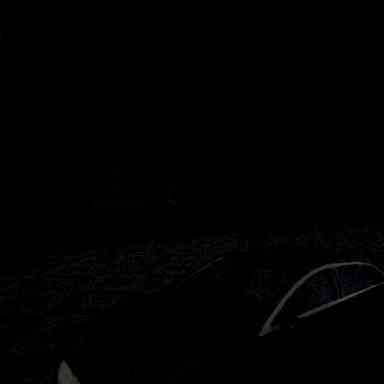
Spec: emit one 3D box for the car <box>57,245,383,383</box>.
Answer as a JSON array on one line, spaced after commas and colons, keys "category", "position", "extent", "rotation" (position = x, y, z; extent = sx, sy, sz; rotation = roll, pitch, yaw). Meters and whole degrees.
[{"category": "car", "position": [0.966, 1.492, 4.084], "extent": [4.902, 1.511, 2.128], "rotation": [0, 0, -36]}]
